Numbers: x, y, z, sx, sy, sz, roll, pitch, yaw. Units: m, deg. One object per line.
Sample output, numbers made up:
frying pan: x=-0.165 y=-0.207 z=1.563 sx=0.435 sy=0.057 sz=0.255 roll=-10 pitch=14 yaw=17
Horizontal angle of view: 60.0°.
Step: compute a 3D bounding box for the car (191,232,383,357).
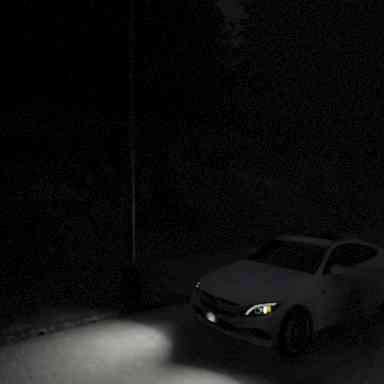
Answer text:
car: x=2.163 y=1.524 z=6.149 sx=4.674 sy=1.442 sz=1.812 roll=0 pitch=0 yaw=-36
